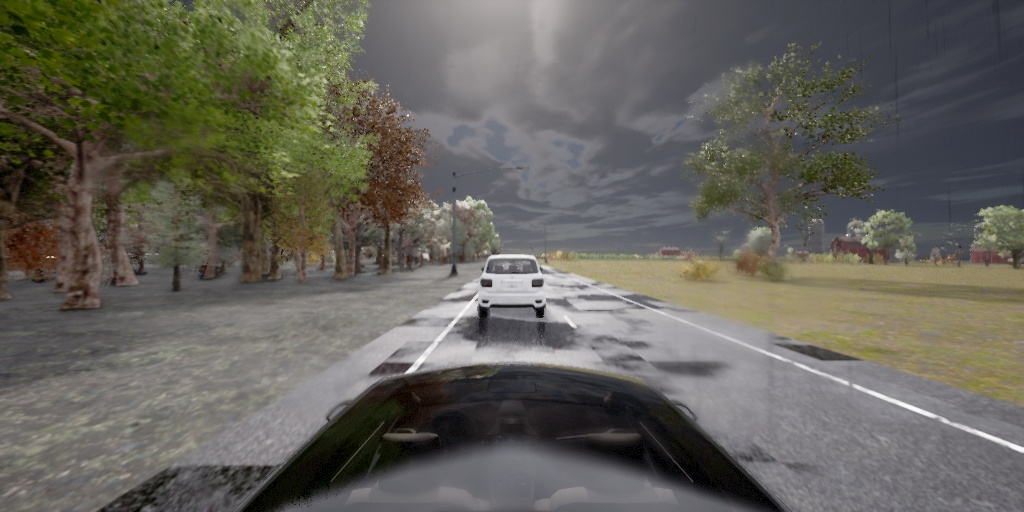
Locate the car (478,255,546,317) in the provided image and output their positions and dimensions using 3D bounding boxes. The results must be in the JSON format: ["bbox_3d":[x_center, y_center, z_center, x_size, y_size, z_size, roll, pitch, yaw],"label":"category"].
[{"bbox_3d":[0.002,0.987,13.390,2.150,2.045,5.566,0,0,0],"label":"car"}]
